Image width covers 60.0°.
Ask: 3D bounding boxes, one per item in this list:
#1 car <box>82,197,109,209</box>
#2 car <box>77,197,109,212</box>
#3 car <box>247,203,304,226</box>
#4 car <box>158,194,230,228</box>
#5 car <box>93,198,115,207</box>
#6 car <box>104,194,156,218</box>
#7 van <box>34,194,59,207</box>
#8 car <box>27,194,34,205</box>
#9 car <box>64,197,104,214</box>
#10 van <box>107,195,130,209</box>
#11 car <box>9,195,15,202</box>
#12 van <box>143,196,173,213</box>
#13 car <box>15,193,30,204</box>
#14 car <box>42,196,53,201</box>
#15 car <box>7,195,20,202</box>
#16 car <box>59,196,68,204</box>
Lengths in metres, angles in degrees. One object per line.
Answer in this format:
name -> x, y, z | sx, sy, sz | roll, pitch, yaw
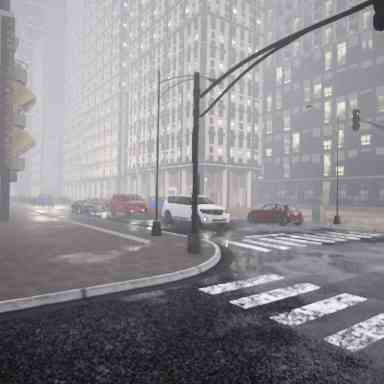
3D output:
car -> -13.701, 1.486, 47.189 | 2.128, 1.511, 4.902 | 1, -1, -35
car -> -11.539, 1.430, 38.595 | 2.128, 1.511, 4.902 | 1, -1, -35
car -> 5.867, 1.530, 23.942 | 1.967, 1.590, 4.097 | 2, -1, -35
car -> 0.081, 1.187, 22.107 | 2.150, 2.045, 5.566 | 1, -1, -35
car -> -13.670, 1.612, 51.636 | 1.947, 1.339, 4.313 | 2, -1, -35
car -> -5.694, 1.173, 30.298 | 2.150, 2.045, 5.566 | 1, -1, -35
van -> -20.513, 1.211, 46.810 | 1.690, 1.788, 3.998 | 2, -1, -35
car -> -23.773, 1.446, 51.423 | 1.802, 1.307, 4.206 | 2, -1, -35
car -> -10.750, 1.441, 32.960 | 2.008, 1.369, 4.403 | 2, -1, -35
van -> -10.410, 1.394, 47.023 | 1.690, 1.788, 3.998 | 2, -1, -35
car -> -36.795, 1.411, 69.887 | 1.947, 1.339, 4.313 | 2, -1, -35
van -> -3.899, 1.407, 37.791 | 1.690, 1.788, 3.998 | 2, -1, -35
car -> -30.280, 1.169, 60.658 | 2.192, 1.841, 5.009 | 2, -1, -35
car -> -36.461, 1.596, 83.947 | 1.802, 1.307, 4.206 | 2, -1, -35
car -> -40.050, 1.392, 74.503 | 2.008, 1.369, 4.403 | 2, -1, -35
car -> -24.014, 1.456, 61.810 | 1.882, 1.535, 5.008 | 1, -1, -35
